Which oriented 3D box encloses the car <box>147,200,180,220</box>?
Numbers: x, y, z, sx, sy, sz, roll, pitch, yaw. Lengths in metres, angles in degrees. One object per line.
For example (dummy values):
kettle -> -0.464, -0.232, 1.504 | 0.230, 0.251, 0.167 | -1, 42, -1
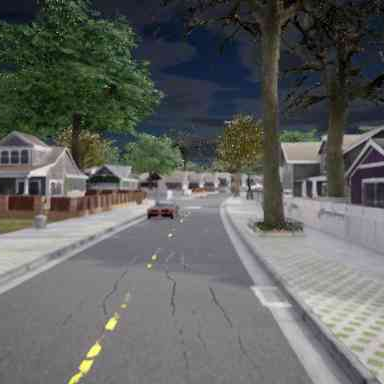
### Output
car -> -2.036, 1.275, 24.424 | 1.895, 1.301, 4.718 | 0, 1, 4
